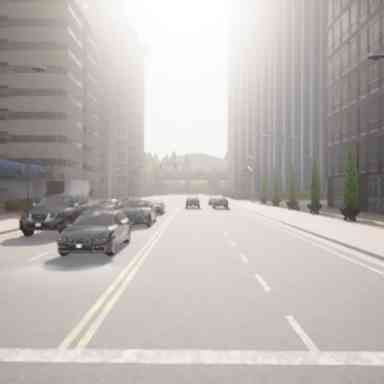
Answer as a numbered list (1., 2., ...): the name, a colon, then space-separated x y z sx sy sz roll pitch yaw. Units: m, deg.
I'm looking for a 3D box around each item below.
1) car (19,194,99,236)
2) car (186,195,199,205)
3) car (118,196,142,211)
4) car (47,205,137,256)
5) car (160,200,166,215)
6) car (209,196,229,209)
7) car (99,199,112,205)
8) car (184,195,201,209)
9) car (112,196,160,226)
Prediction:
1. car: -7.097 1.139 18.095 2.150 2.045 5.566 0 0 0
2. car: 0.100 1.215 52.042 1.882 1.535 5.008 0 0 0
3. car: -7.046 1.304 38.495 1.837 1.490 4.892 0 0 0
4. car: -3.599 1.460 13.004 1.837 1.490 4.892 0 0 0
5. car: -3.580 1.446 31.977 1.895 1.301 4.718 0 0 0
6. car: 3.499 1.312 41.558 1.837 1.490 4.892 0 0 0
7. car: -7.090 1.351 28.056 2.128 1.511 4.902 0 0 0
8. car: 0.098 1.298 42.522 1.837 1.490 4.892 0 0 0
9. car: -3.596 1.254 22.207 2.097 1.767 4.553 0 0 0
